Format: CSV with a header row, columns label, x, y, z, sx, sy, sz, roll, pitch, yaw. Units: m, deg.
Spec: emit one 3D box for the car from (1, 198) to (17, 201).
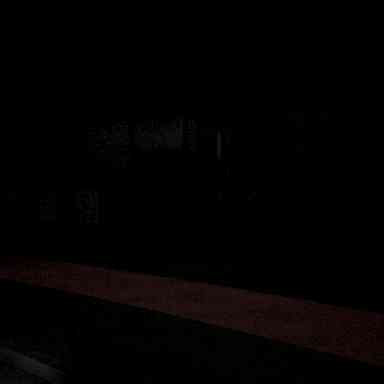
label,x,y,z,sx,sy,sz,roll,pitch,yaw
car,-17.803,1.348,32.378,1.837,1.490,4.892,0,0,23
